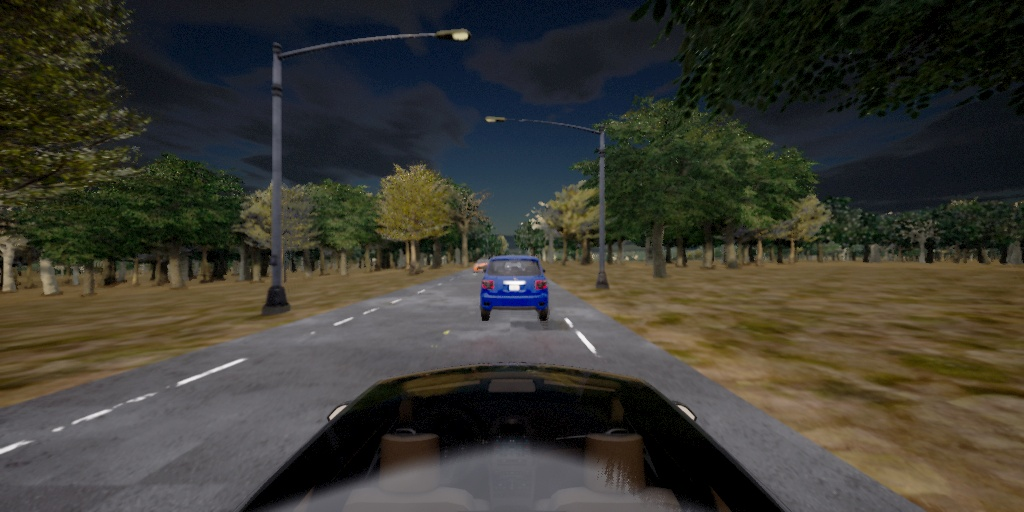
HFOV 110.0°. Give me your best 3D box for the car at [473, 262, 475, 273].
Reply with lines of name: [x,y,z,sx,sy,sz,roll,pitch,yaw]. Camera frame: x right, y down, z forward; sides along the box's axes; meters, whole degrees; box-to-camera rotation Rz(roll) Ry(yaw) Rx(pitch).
car: [-3.582,1.155,44.701,2.097,1.767,4.553,0,0,0]

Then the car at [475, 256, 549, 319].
car: [0.085,1.016,13.092,2.150,2.045,5.566,0,0,0]
